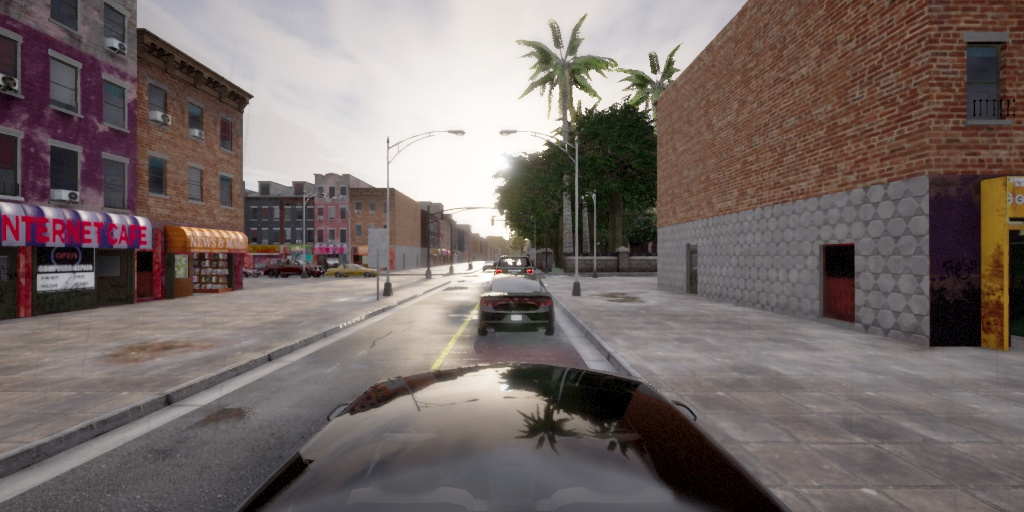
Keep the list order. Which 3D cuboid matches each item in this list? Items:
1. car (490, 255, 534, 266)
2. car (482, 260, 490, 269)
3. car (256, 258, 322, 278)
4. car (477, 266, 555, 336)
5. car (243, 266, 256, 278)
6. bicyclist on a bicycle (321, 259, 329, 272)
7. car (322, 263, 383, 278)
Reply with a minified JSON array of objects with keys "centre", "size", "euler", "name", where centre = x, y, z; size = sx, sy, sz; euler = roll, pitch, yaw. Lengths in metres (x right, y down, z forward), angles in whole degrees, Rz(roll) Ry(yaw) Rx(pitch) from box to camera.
[{"centre":[0.102,0.980,20.463],"size":[2.150,2.045,5.566],"euler":[0,0,-1],"name":"car"},{"centre":[-2.859,1.316,47.907],"size":[1.812,1.442,4.674],"euler":[0,0,0],"name":"car"},{"centre":[-20.062,1.128,33.033],"size":[5.009,1.841,2.192],"euler":[0,0,0],"name":"car"},{"centre":[0.099,1.230,10.494],"size":[1.882,1.535,5.008],"euler":[0,0,0],"name":"car"},{"centre":[-25.515,1.409,33.026],"size":[4.207,1.307,1.802],"euler":[0,0,0],"name":"car"},{"centre":[-20.145,1.124,38.679],"size":[0.582,1.620,1.656],"euler":[0,0,0],"name":"bicyclist on a bicycle"},{"centre":[-14.441,1.324,33.040],"size":[4.829,1.417,1.751],"euler":[0,0,0],"name":"car"}]
